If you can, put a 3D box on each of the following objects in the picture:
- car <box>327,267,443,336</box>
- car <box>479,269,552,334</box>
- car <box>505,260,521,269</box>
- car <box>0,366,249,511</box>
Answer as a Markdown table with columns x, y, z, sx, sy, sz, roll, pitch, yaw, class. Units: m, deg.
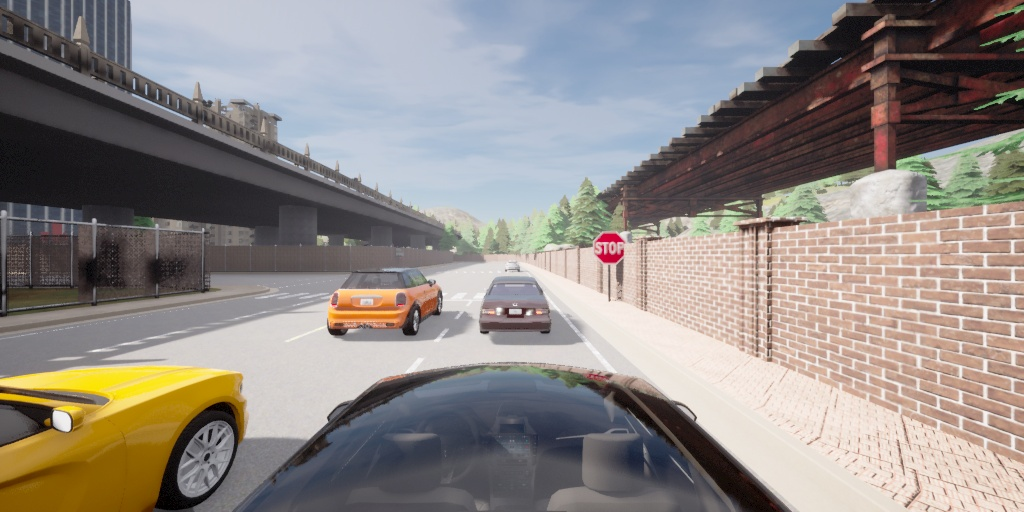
| x | y | z | sx | sy | sz | roll | pitch | yaw | class |
| --- | --- | --- | --- | --- | --- | --- | --- | --- | --- |
| -3.427 | 1.102 | 10.576 | 2.097 | 1.767 | 4.553 | 0 | 0 | 0 | car |
| 0.074 | 1.297 | 10.600 | 2.033 | 1.411 | 5.357 | 0 | 0 | 0 | car |
| 0.052 | 1.276 | 46.311 | 1.812 | 1.442 | 4.674 | 0 | 0 | -1 | car |
| -3.398 | 1.228 | 1.319 | 1.882 | 1.535 | 5.008 | 0 | 0 | 0 | car |
